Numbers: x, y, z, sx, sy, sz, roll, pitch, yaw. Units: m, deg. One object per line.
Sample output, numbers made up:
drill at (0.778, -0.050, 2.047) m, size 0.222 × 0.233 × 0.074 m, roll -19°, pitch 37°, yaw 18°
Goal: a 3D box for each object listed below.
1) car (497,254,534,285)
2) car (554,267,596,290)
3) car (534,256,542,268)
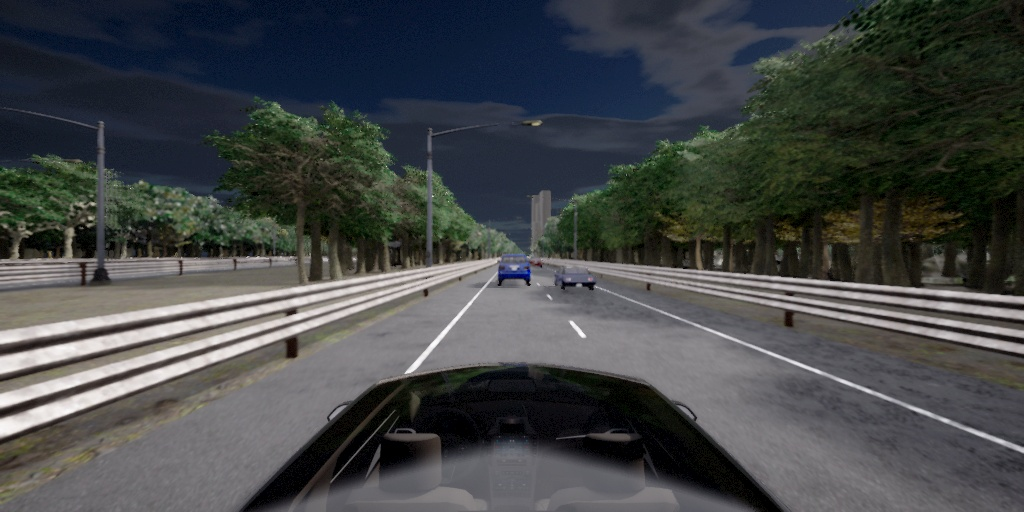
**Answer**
car at (0.148, 0.896, 25.324) m, size 2.150 × 2.045 × 5.566 m, roll 0°, pitch 0°, yaw 0°
car at (3.636, 1.289, 21.600) m, size 1.895 × 1.301 × 4.718 m, roll 0°, pitch 0°, yaw 0°
car at (3.711, 0.952, 57.938) m, size 2.097 × 1.767 × 4.553 m, roll 0°, pitch 0°, yaw 0°
